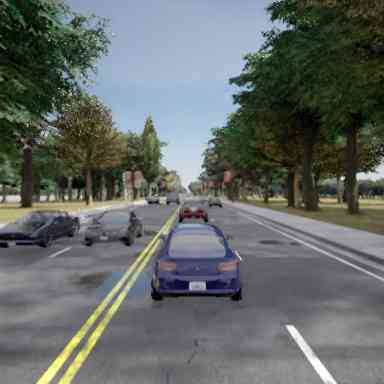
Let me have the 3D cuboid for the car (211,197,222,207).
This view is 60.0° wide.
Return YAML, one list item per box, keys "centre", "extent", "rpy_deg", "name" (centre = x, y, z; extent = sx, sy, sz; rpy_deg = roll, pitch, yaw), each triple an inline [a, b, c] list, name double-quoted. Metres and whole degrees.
- centre: [3.355, 1.517, 49.421]
  extent: [2.033, 1.411, 5.357]
  rpy_deg: [0, 0, 0]
  name: "car"

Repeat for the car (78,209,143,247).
- centre: [-3.347, 1.503, 14.975]
  extent: [1.812, 1.442, 4.674]
  rpy_deg: [0, 0, 0]
  name: "car"

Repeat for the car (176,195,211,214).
- centre: [0.102, 1.321, 25.966]
  extent: [2.097, 1.767, 4.553]
  rpy_deg: [0, 0, 0]
  name: "car"

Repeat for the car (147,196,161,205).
- centre: [-6.541, 1.457, 57.364]
  extent: [1.882, 1.535, 5.008]
  rpy_deg: [0, 0, 1]
  name: "car"

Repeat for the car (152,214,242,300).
- centre: [0.100, 1.512, 8.239]
  extent: [1.812, 1.442, 4.674]
  rpy_deg: [0, 0, 0]
  name: "car"

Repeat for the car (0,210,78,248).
- centre: [-6.598, 1.525, 14.855]
  extent: [2.033, 1.411, 5.357]
  rpy_deg: [0, 0, 0]
  name: "car"

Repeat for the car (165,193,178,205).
- centre: [-3.288, 1.201, 57.319]
  extent: [2.150, 2.045, 5.566]
  rpy_deg: [0, 0, 1]
  name: "car"

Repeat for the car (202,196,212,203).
- centre: [3.261, 1.611, 73.160]
  extent: [1.895, 1.301, 4.718]
  rpy_deg: [0, 0, 0]
  name: "car"
